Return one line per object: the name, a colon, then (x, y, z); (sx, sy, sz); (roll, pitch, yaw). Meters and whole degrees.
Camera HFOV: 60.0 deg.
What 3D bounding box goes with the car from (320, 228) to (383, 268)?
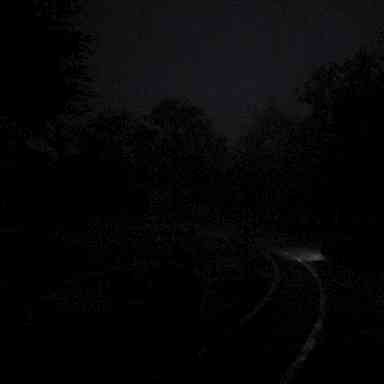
car: (6.323, 1.624, 9.424); (2.033, 1.411, 5.357); (0, -1, -28)
